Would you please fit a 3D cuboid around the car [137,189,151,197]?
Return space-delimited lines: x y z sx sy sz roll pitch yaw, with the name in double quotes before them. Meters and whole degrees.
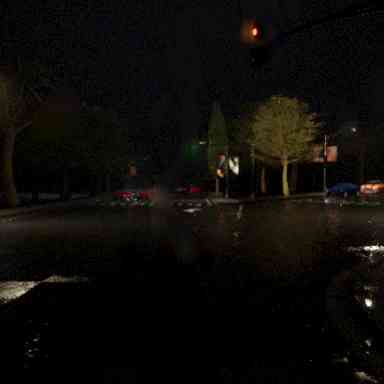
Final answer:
"car" -9.116 0.149 63.138 1.895 1.301 4.718 0 1 1

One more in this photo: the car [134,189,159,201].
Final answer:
"car" -6.053 0.369 44.565 1.882 1.535 5.008 0 1 1

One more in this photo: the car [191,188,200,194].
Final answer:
"car" 0.844 -0.284 83.928 2.033 1.411 5.357 0 1 1

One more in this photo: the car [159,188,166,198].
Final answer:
"car" -5.960 0.250 54.489 2.033 1.411 5.357 0 1 1

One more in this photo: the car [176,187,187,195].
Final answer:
"car" -2.507 -0.279 73.902 2.097 1.767 4.553 0 1 1

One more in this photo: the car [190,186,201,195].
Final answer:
"car" 0.739 -0.401 73.535 2.150 2.045 5.566 0 1 1

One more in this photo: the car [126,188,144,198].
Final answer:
"car" -9.217 0.200 54.102 2.128 1.511 4.902 0 1 1

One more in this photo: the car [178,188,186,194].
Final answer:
"car" -2.406 -0.326 83.960 1.837 1.490 4.892 0 1 1

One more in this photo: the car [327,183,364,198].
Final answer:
"car" 16.381 -0.213 35.939 5.008 1.535 1.882 -3 3 -42

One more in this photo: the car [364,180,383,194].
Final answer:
"car" 23.146 -0.676 42.187 4.553 1.767 2.097 -3 3 -42

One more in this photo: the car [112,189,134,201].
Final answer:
"car" -9.302 0.367 44.598 1.882 1.535 5.008 0 1 1
